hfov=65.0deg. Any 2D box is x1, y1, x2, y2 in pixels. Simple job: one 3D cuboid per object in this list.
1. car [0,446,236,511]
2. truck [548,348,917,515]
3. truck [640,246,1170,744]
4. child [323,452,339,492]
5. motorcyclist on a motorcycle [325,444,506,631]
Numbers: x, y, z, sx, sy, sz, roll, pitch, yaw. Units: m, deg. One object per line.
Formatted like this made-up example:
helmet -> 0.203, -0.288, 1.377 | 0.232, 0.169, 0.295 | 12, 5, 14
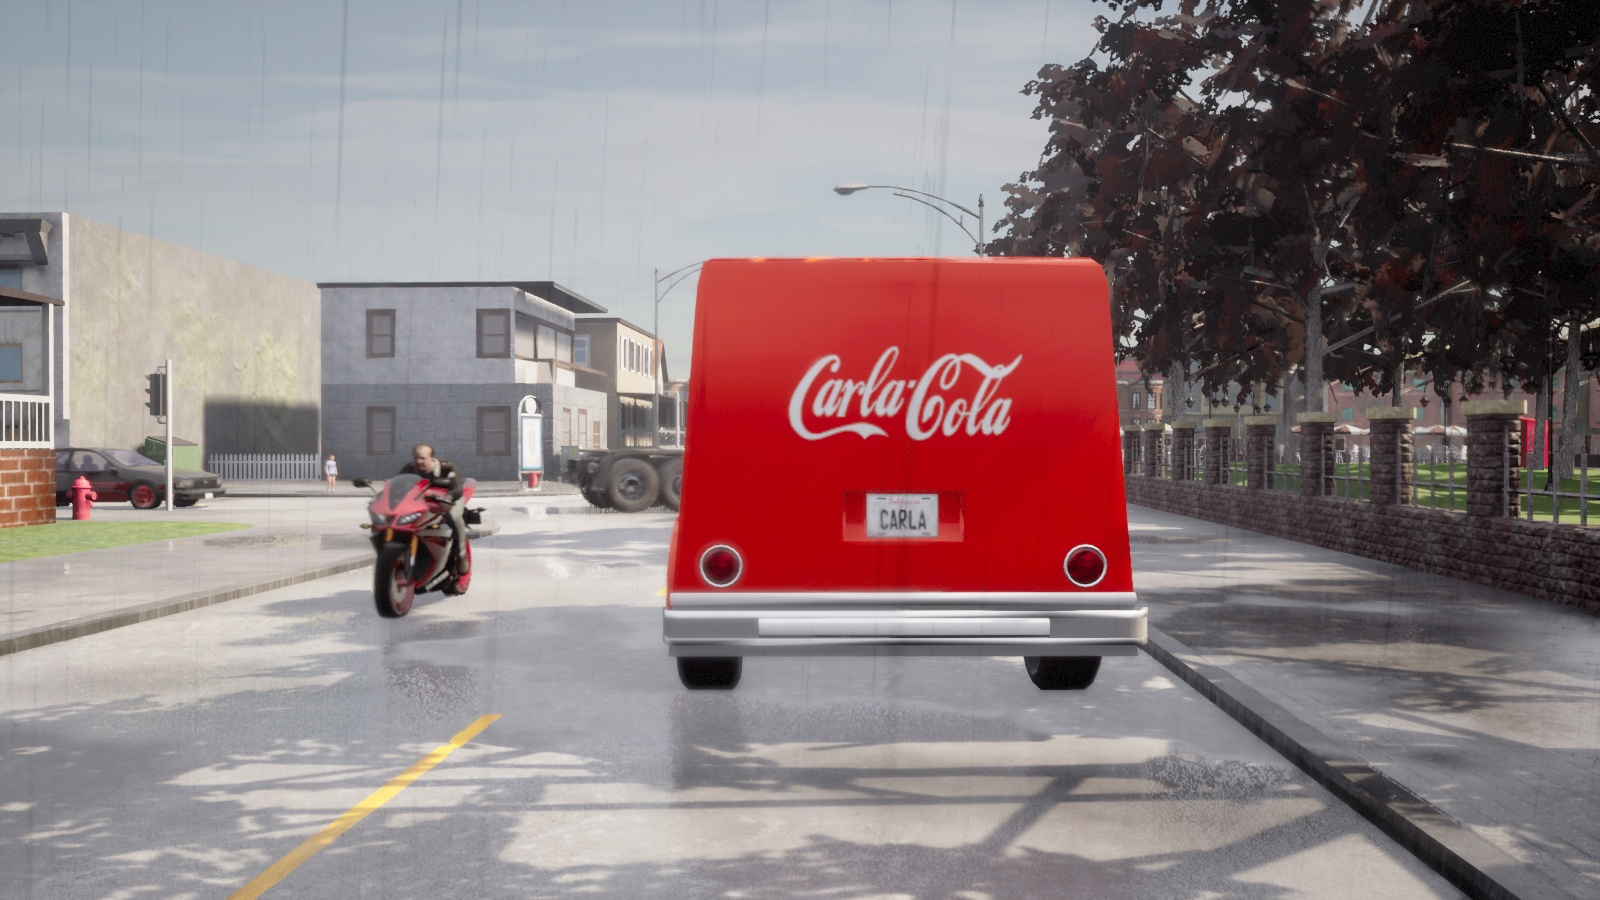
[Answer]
car -> -15.977, 0.620, 28.625 | 5.357, 1.411, 2.033 | 0, 0, 3
truck -> -1.522, -0.400, 28.878 | 7.936, 3.462, 2.891 | 0, 1, -23
truck -> 0.519, 0.210, 8.828 | 2.627, 2.467, 5.204 | 0, 0, 0
child -> -13.211, 0.626, 35.382 | 0.394, 1.110, 0.255 | 0, 0, 36
motorcyclist on a motorcycle -> -3.429, 0.714, 11.444 | 0.866, 1.530, 2.191 | 0, 0, 3
